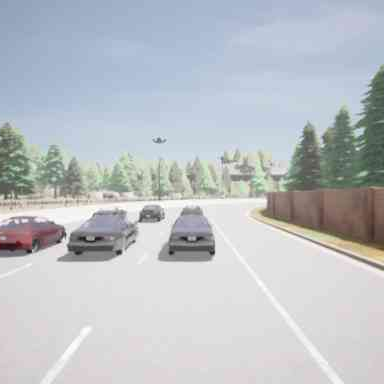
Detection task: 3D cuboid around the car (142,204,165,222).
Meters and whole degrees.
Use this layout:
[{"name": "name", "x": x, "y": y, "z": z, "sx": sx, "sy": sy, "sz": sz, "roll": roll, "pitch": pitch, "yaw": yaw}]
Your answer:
[{"name": "car", "x": -3.457, "y": 1.795, "z": 29.164, "sx": 1.812, "sy": 1.442, "sz": 4.674, "roll": 0, "pitch": 0, "yaw": 2}]

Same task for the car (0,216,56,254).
[{"name": "car", "x": -7.002, "y": 1.696, "z": 14.248, "sx": 1.994, "sy": 1.385, "sz": 4.181, "roll": 0, "pitch": 0, "yaw": 0}]

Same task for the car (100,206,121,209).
[{"name": "car", "x": -6.974, "y": 1.868, "z": 28.967, "sx": 1.895, "sy": 1.301, "sz": 4.718, "roll": 0, "pitch": 0, "yaw": 2}]

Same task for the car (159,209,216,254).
[{"name": "car", "x": -0.006, "y": 1.677, "z": 13.981, "sx": 2.033, "sy": 1.411, "sz": 5.357, "roll": 0, "pitch": 0, "yaw": 0}]

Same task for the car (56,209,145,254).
[{"name": "car", "x": -3.506, "y": 1.677, "z": 13.980, "sx": 2.033, "sy": 1.411, "sz": 5.357, "roll": 0, "pitch": 0, "yaw": 0}]

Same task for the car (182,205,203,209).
[{"name": "car", "x": 0.039, "y": 1.832, "z": 29.001, "sx": 1.994, "sy": 1.385, "sz": 4.181, "roll": 0, "pitch": 0, "yaw": 2}]
